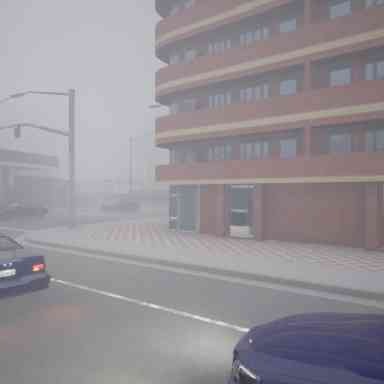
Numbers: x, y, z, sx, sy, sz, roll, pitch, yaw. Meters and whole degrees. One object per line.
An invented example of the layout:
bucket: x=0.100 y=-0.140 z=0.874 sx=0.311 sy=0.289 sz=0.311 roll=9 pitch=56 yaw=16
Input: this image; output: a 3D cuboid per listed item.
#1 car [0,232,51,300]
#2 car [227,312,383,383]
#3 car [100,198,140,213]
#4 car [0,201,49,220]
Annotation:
car: x=-5.380 y=1.547 z=7.717 sx=5.357 sy=1.411 sz=2.033 roll=0 pitch=0 yaw=38
car: x=2.476 y=1.526 z=2.225 sx=4.674 sy=1.442 sz=1.812 roll=0 pitch=0 yaw=35
car: x=-8.044 y=1.478 z=37.487 sx=1.882 sy=1.535 sz=5.008 roll=0 pitch=0 yaw=34
car: x=-14.478 y=1.526 z=28.007 sx=1.812 sy=1.442 sz=4.674 roll=0 pitch=0 yaw=34
